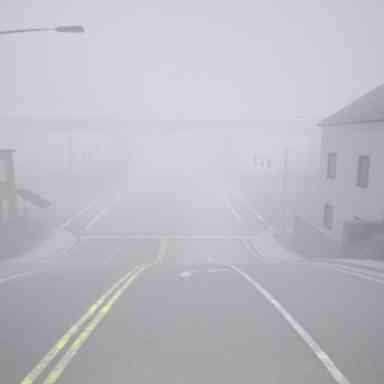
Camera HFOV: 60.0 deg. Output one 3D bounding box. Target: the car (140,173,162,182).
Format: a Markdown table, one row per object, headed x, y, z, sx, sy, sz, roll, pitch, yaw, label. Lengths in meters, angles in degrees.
| x | y | z | sx | sy | sz | roll | pitch | yaw | label |
| --- | --- | --- | --- | --- | --- | --- | --- | --- | --- |
| -8.276 | -2.899 | 66.217 | 4.536 | 1.218 | 1.853 | 9 | 12 | 42 | car |

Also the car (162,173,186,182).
| x | y | z | sx | sy | sz | roll | pitch | yaw | label |
| --- | --- | --- | --- | --- | --- | --- | --- | --- | --- |
| -3.589 | -2.898 | 66.258 | 4.536 | 1.218 | 1.853 | -7 | 11 | -36 | car |

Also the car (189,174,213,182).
| x | y | z | sx | sy | sz | roll | pitch | yaw | label |
| --- | --- | --- | --- | --- | --- | --- | --- | --- | --- |
| 1.730 | -2.861 | 67.072 | 4.974 | 1.542 | 2.038 | 5 | 10 | 28 | car |

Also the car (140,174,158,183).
| x | y | z | sx | sy | sz | roll | pitch | yaw | label |
| --- | --- | --- | --- | --- | --- | --- | --- | --- | --- |
| -8.238 | -2.738 | 66.207 | 4.974 | 1.542 | 2.038 | 9 | 12 | 42 | car |

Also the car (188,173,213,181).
| x | y | z | sx | sy | sz | roll | pitch | yaw | label |
| --- | --- | --- | --- | --- | --- | --- | --- | --- | --- |
| 1.685 | -3.020 | 67.071 | 4.536 | 1.218 | 1.853 | 5 | 10 | 28 | car |

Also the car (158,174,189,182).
| x | y | z | sx | sy | sz | roll | pitch | yaw | label |
| --- | --- | --- | --- | --- | --- | --- | --- | --- | --- |
| -3.631 | -2.737 | 66.252 | 4.974 | 1.542 | 2.038 | -7 | 11 | -36 | car |
